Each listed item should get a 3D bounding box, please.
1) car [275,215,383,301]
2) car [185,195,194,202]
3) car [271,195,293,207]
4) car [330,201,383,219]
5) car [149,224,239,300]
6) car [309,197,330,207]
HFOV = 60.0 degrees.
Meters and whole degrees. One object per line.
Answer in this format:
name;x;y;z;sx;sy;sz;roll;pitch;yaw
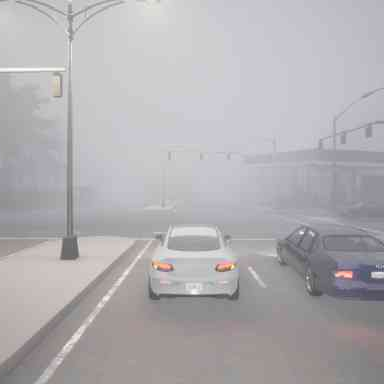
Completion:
car;3.515;1.545;8.524;2.033;1.411;5.357;0;0;3
car;-0.456;1.428;72.835;1.812;1.442;4.674;0;0;0
car;12.911;1.261;47.843;2.242;1.667;4.611;0;0;0
car;14.413;1.522;27.700;4.674;1.442;1.812;0;0;-1
car;0.036;1.516;8.218;1.812;1.442;4.674;0;0;0
car;18.651;1.433;48.642;1.970;1.475;3.806;0;0;0
